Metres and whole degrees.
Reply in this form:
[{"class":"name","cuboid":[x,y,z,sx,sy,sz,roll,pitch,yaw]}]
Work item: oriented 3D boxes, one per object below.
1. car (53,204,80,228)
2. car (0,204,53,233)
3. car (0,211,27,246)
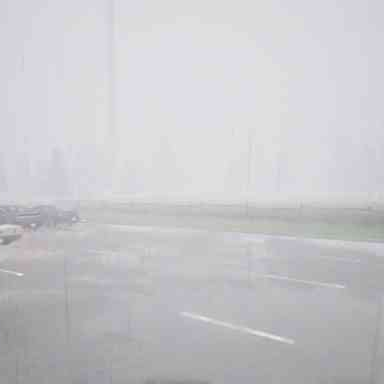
[{"class":"car","cuboid":[-9.365,1.498,21.476,4.674,1.442,1.812,0,0,25]},{"class":"car","cuboid":[-10.290,1.468,18.048,4.902,1.511,2.128,0,0,26]},{"class":"car","cuboid":[-9.341,1.583,13.768,4.718,1.301,1.895,0,0,27]}]
